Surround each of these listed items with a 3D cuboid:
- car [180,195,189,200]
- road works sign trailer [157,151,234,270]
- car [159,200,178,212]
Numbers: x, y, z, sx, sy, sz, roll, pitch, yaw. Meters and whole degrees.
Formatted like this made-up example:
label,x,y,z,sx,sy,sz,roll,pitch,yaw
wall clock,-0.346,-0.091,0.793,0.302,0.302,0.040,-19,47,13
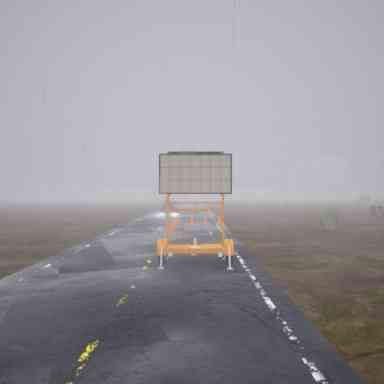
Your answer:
label,x,y,z,sx,sy,sz,roll,pitch,yaw
car,-2.024,1.517,91.094,1.837,1.490,4.892,0,0,1
road works sign trailer,0.115,0.464,11.066,2.380,3.560,2.880,0,0,1
car,-2.695,1.601,38.148,1.895,1.301,4.718,0,0,1
